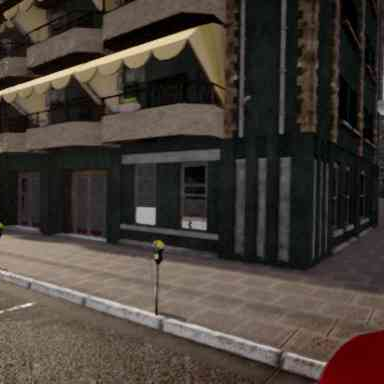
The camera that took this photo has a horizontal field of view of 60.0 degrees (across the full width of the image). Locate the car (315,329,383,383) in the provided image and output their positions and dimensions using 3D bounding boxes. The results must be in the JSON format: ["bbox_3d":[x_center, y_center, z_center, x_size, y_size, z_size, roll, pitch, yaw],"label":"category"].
[{"bbox_3d":[2.821,1.316,0.839,5.009,1.841,2.192,0,1,36],"label":"car"}]
